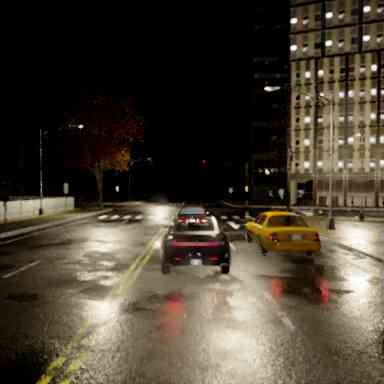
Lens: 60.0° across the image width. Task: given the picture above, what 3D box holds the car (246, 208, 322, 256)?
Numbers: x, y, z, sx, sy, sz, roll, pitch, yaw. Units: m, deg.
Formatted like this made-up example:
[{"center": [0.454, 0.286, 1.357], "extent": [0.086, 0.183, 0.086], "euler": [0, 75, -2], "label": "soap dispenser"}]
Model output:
[{"center": [3.267, 1.407, 12.905], "extent": [1.801, 1.575, 5.366], "euler": [0, 0, 0], "label": "car"}]

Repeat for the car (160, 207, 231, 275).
[{"center": [0.083, 1.453, 10.344], "extent": [2.128, 1.511, 4.902], "euler": [0, 0, 0], "label": "car"}]

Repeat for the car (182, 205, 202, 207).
[{"center": [0.011, 1.478, 19.367], "extent": [2.033, 1.411, 5.357], "euler": [0, 0, 0], "label": "car"}]
